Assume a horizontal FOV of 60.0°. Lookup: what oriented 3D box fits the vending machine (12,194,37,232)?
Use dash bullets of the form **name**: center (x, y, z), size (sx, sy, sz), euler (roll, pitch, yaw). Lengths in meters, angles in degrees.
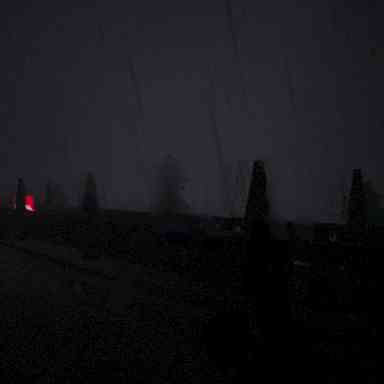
- **vending machine**: center (-9.788, 1.192, 19.412), size (1.100, 2.100, 0.880), euler (0, 0, -40)
